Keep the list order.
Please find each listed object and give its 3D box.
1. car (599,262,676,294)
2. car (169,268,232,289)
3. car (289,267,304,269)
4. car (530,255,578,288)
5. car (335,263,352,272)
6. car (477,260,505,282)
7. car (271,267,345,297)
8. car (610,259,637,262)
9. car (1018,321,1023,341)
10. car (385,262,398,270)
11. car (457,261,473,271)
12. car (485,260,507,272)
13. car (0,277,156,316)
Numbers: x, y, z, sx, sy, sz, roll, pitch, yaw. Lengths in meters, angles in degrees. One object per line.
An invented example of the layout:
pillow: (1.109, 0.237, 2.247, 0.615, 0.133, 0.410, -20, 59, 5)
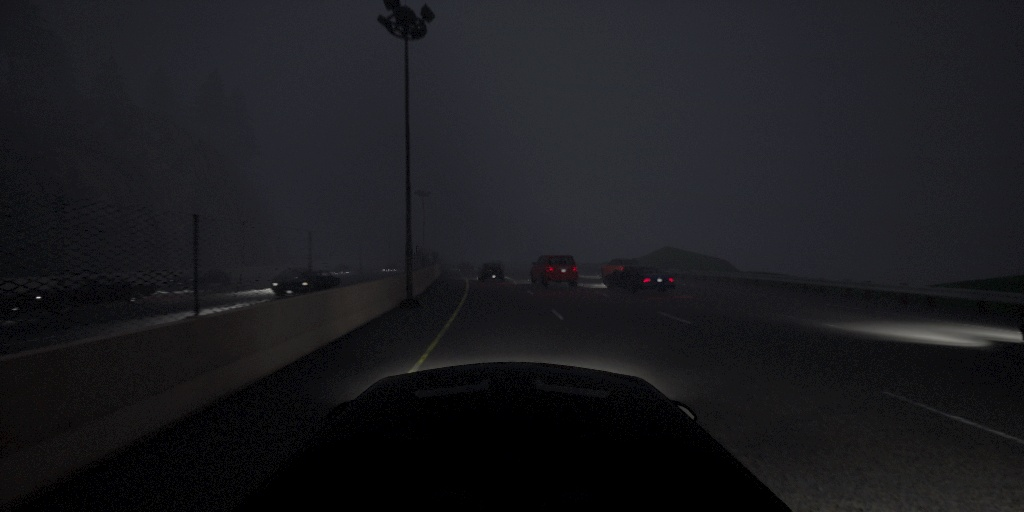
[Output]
car: (6.778, 1.216, 19.722, 2.033, 1.411, 5.357, -1, 0, -7)
car: (-22.872, 1.598, 26.600, 1.812, 1.442, 4.674, -1, 0, -8)
car: (-15.784, 1.542, 26.380, 1.994, 1.385, 4.181, -1, 0, -8)
car: (2.667, 0.947, 23.708, 2.150, 2.045, 5.566, 0, 0, -8)
car: (-26.026, 1.731, 55.372, 1.895, 1.301, 4.718, -1, 0, -18)
car: (-1.770, 1.294, 29.634, 1.837, 1.490, 4.892, 0, 0, -9)
car: (-11.525, 1.517, 20.405, 1.895, 1.301, 4.718, -1, 0, -6)
car: (8.831, 0.997, 29.323, 2.097, 1.767, 4.553, -1, 0, -8)
car: (10.661, 1.133, 4.854, 1.812, 1.442, 4.674, 0, 0, -1)
car: (-20.373, 1.647, 60.543, 1.994, 1.385, 4.181, -1, 0, -19)
car: (-7.084, 1.438, 54.065, 1.994, 1.385, 4.181, -1, 0, -17)
car: (-2.295, 1.299, 49.903, 2.128, 1.511, 4.902, 0, 0, -15)
car: (-18.085, 1.603, 15.106, 1.895, 1.301, 4.718, -1, 0, -4)
